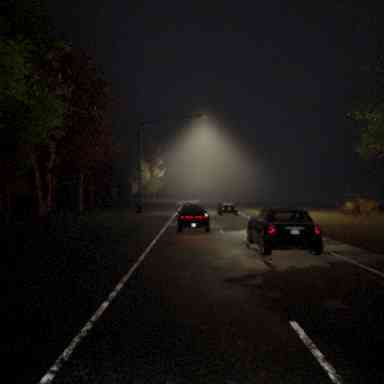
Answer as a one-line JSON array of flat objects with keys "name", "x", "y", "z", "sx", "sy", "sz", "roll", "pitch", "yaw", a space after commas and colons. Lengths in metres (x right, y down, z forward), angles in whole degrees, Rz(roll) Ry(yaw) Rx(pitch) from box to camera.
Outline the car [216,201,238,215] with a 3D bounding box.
[{"name": "car", "x": 3.596, "y": 1.652, "z": 34.614, "sx": 2.033, "sy": 1.411, "sz": 5.357, "roll": 0, "pitch": 0, "yaw": 0}]

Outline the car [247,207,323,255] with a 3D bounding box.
[{"name": "car", "x": 3.562, "y": 1.395, "z": 13.574, "sx": 2.097, "sy": 1.767, "sz": 4.553, "roll": 0, "pitch": 0, "yaw": 0}]

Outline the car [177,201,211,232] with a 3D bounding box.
[{"name": "car", "x": 0.099, "y": 1.572, "z": 20.864, "sx": 1.837, "sy": 1.490, "sz": 4.892, "roll": 0, "pitch": 0, "yaw": 0}]
